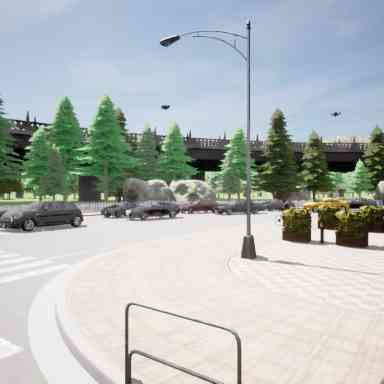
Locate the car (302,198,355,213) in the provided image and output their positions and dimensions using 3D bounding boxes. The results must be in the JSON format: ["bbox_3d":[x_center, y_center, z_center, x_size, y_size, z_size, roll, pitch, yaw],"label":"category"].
[{"bbox_3d":[14.555,1.422,36.275,5.008,1.535,1.882,0,0,-7],"label":"car"}]

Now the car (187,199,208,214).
[{"bbox_3d":[0.809,1.470,34.699,4.674,1.442,1.812,0,0,-30],"label":"car"}]

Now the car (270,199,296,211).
[{"bbox_3d":[9.877,1.508,38.692,4.181,1.385,1.994,0,0,-14],"label":"car"}]

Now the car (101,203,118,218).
[{"bbox_3d":[-5.844,1.508,29.215,1.994,1.385,4.181,0,0,45],"label":"car"}]

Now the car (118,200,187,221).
[{"bbox_3d":[-3.144,1.436,27.121,4.902,1.511,2.128,0,0,-44],"label":"car"}]

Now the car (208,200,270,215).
[{"bbox_3d":[4.683,1.492,33.045,5.357,1.411,2.033,0,0,-26],"label":"car"}]

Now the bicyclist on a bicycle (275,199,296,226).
[{"bbox_3d":[5.581,1.245,19.574,0.582,1.620,1.656,0,0,-44],"label":"bicyclist on a bicycle"}]

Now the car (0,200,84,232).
[{"bbox_3d":[-8.940,1.297,20.050,2.097,1.767,4.553,0,0,37],"label":"car"}]

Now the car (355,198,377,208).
[{"bbox_3d":[19.671,1.436,40.197,4.902,1.511,2.128,0,0,0],"label":"car"}]
